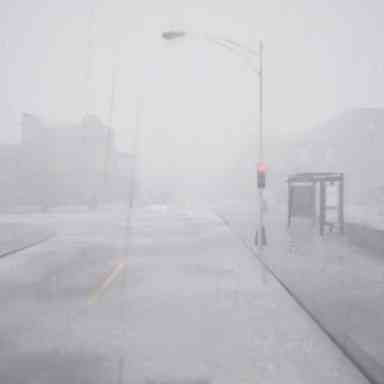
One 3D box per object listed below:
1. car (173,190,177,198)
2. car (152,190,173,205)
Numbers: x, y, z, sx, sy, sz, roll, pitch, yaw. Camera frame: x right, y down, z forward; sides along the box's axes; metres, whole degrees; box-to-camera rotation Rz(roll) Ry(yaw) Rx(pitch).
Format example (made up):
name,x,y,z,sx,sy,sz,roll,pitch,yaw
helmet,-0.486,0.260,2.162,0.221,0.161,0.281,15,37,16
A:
name,x,y,z,sx,sy,sz,roll,pitch,yaw
car,-4.095,0.254,67.857,1.882,1.535,5.008,0,1,0
car,-4.060,0.799,42.941,2.128,1.511,4.902,0,1,0
